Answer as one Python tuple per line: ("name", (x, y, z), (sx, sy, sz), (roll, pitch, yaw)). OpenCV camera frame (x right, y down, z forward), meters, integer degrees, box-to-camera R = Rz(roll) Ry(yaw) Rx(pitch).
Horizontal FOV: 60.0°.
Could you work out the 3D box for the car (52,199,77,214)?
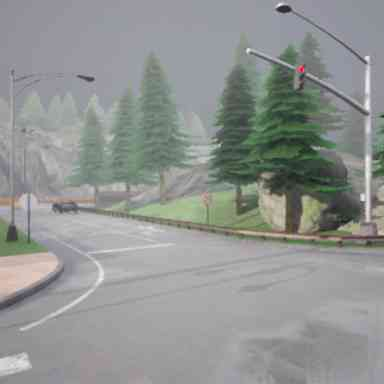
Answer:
("car", (-14.157, 1.526, 36.916), (2.128, 1.511, 4.902), (0, 0, -34))
